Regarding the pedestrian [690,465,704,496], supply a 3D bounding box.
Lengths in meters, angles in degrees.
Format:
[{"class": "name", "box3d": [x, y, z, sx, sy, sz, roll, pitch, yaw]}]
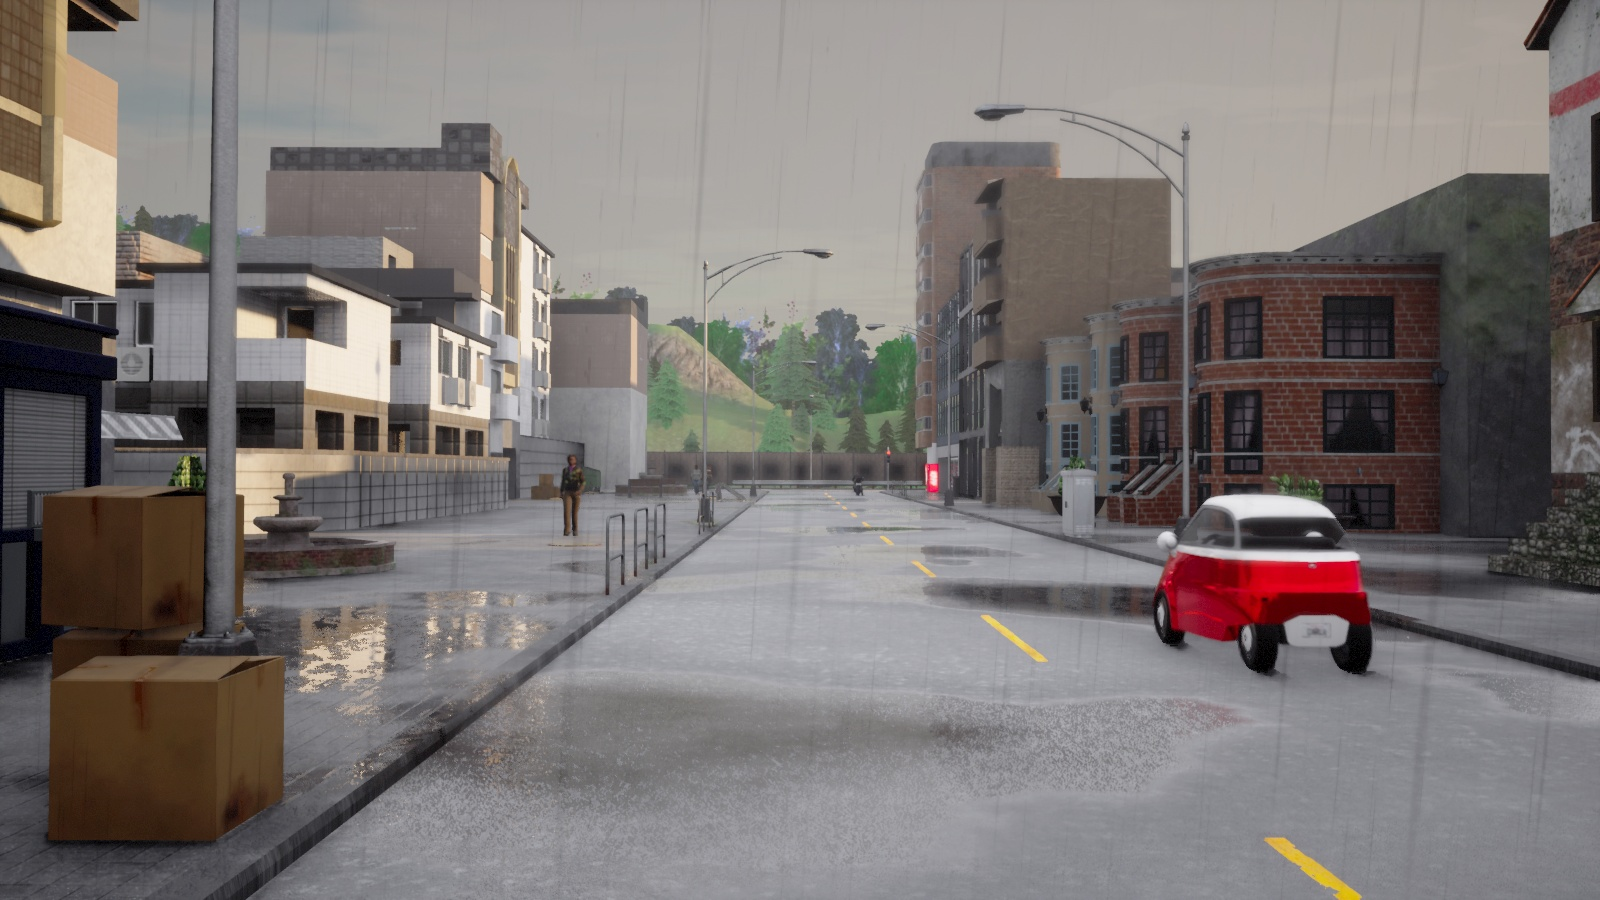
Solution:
[{"class": "pedestrian", "box3d": [-6.196, 1.813, 75.475, 0.874, 1.855, 0.900, 0, -1, -5]}]

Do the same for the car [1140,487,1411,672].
[{"class": "car", "box3d": [3.970, 1.035, 10.800, 1.481, 1.376, 2.207, 0, -1, 0]}]
